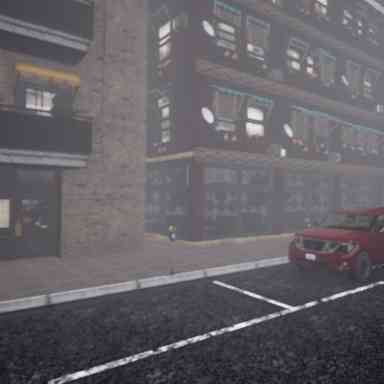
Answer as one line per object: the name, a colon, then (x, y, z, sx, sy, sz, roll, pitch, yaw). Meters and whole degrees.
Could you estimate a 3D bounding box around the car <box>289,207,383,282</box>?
car: (5.189, 1.417, 10.248, 5.009, 1.841, 2.192, 1, 0, -35)
